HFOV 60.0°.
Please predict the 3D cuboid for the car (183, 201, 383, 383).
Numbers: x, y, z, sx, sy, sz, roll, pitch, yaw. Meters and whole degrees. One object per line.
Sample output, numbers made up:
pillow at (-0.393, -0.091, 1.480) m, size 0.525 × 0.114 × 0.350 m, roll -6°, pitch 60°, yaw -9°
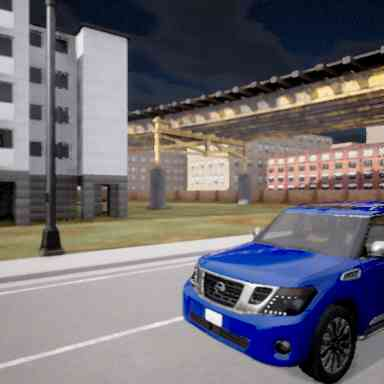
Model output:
car at (2.525, 1.214, 5.765) m, size 5.566 × 2.045 × 2.150 m, roll 0°, pitch 0°, yaw -35°
